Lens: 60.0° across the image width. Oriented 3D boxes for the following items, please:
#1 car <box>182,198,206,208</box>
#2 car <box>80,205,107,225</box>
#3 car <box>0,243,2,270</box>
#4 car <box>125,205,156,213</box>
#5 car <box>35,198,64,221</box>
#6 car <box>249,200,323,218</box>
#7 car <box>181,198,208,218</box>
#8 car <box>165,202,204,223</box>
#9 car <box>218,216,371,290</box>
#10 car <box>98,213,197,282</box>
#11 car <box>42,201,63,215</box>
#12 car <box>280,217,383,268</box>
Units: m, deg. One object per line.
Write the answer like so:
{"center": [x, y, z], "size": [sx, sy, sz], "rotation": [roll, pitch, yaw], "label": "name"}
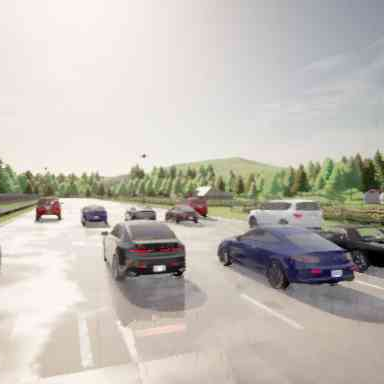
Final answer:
{"center": [0.349, 1.957, 59.503], "size": [3.866, 1.878, 1.905], "rotation": [1, -1, -21], "label": "car"}
{"center": [-8.016, 1.770, 27.103], "size": [1.882, 1.535, 5.008], "rotation": [1, -1, -21], "label": "car"}
{"center": [-5.856, 1.543, 7.826], "size": [1.882, 1.535, 5.008], "rotation": [1, -1, -21], "label": "car"}
{"center": [-4.216, 1.804, 26.957], "size": [2.128, 1.511, 4.902], "rotation": [1, -1, -21], "label": "car"}
{"center": [-13.406, 1.536, 31.339], "size": [2.150, 2.045, 5.566], "rotation": [1, -1, -20], "label": "car"}
{"center": [5.654, 1.510, 20.692], "size": [2.150, 2.045, 5.566], "rotation": [1, -1, -21], "label": "car"}
{"center": [-0.113, 1.670, 35.870], "size": [2.150, 2.045, 5.566], "rotation": [1, -1, -21], "label": "car"}
{"center": [-0.909, 1.871, 28.067], "size": [1.812, 1.442, 4.674], "rotation": [1, -1, -21], "label": "car"}
{"center": [2.401, 1.660, 9.534], "size": [1.812, 1.442, 4.674], "rotation": [1, -1, -21], "label": "car"}
{"center": [-1.644, 1.625, 10.324], "size": [1.837, 1.490, 4.892], "rotation": [1, -1, -21], "label": "car"}
{"center": [-17.196, 1.907, 41.175], "size": [2.128, 1.511, 4.902], "rotation": [1, -1, -20], "label": "car"}
{"center": [5.349, 1.778, 11.627], "size": [1.895, 1.301, 4.718], "rotation": [1, -1, -21], "label": "car"}
